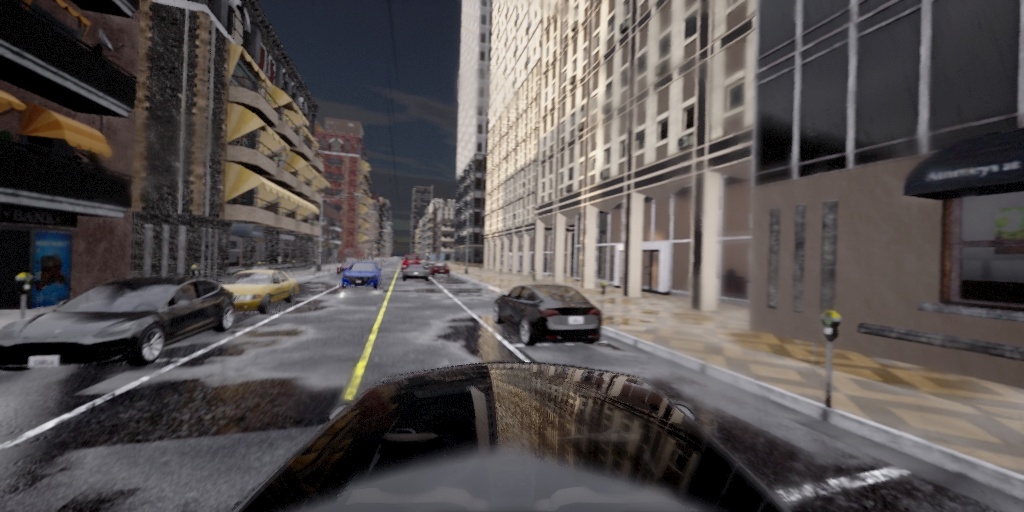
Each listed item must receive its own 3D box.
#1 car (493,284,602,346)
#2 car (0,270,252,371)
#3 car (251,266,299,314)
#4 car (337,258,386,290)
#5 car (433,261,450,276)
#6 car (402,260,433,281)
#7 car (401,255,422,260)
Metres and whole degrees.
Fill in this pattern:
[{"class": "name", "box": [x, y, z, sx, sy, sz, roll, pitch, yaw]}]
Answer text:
[{"class": "car", "box": [0.740, 1.390, 9.591, 1.948, 1.339, 4.313, 0, 0, -17]}, {"class": "car", "box": [-7.281, 1.116, 7.176, 1.948, 1.339, 4.313, 0, 0, -17]}, {"class": "car", "box": [-8.859, 1.059, 12.423, 1.751, 1.417, 4.829, 0, 0, -17]}, {"class": "car", "box": [-8.802, 1.072, 21.344, 1.882, 1.535, 5.008, 2, 0, -17]}, {"class": "car", "box": [-7.397, 1.289, 36.635, 1.888, 1.381, 4.507, 0, 0, -17]}, {"class": "car", "box": [-7.740, 1.244, 28.810, 1.994, 1.385, 4.181, 2, 0, -16]}, {"class": "car", "box": [-12.223, 0.861, 43.663, 2.150, 2.045, 5.566, 2, 0, -16]}]
